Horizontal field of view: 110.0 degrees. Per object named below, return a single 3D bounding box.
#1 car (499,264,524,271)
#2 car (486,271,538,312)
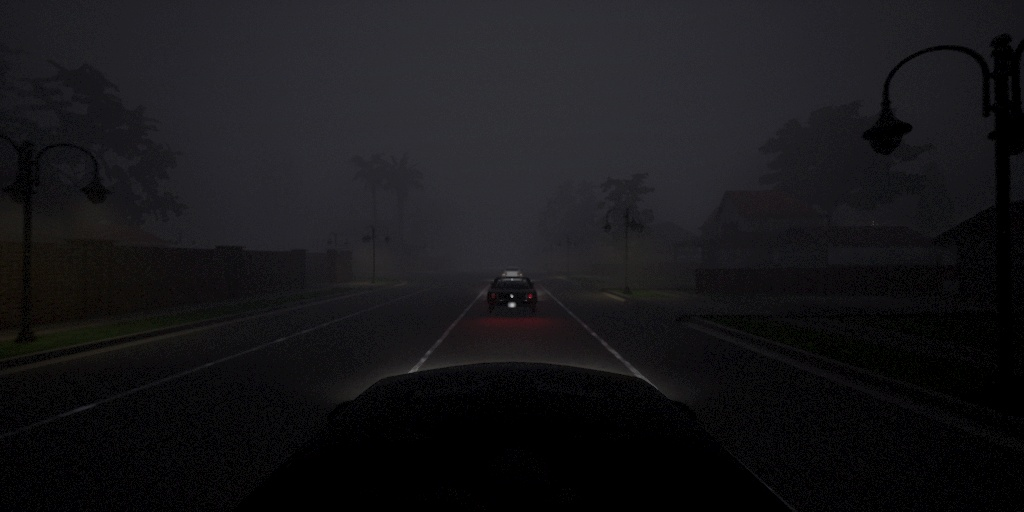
[{"bbox_3d":[0.018,1.592,30.734,1.812,1.442,4.674,0,0,0],"label":"car"},{"bbox_3d":[0.015,1.497,15.094,1.895,1.301,4.718,0,-1,0],"label":"car"}]
